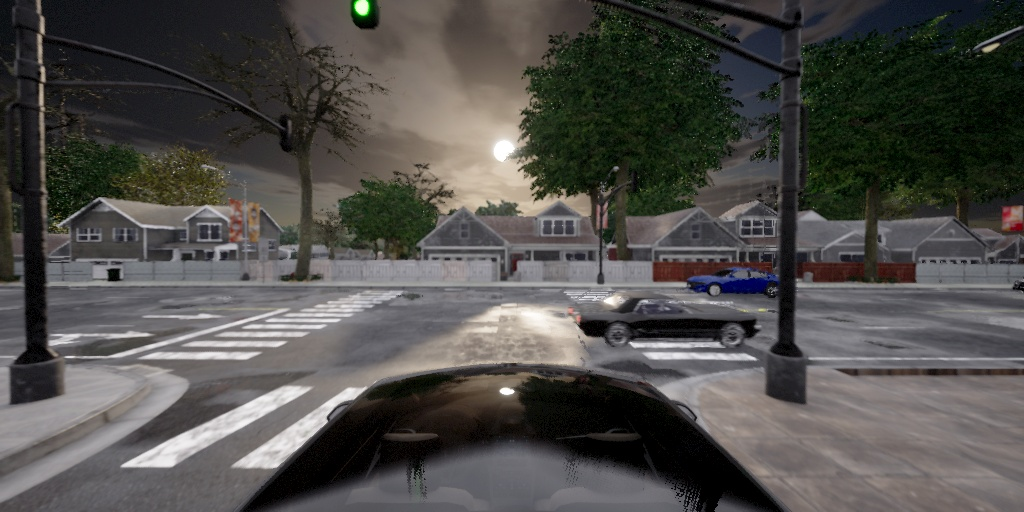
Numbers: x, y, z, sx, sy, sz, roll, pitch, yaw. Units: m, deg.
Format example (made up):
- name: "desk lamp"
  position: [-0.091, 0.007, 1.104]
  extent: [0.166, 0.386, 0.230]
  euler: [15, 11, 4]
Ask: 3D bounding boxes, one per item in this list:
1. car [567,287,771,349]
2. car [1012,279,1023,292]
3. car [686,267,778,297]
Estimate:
- name: "car"
  position: [4.020, 1.670, 9.882]
  extent: [4.718, 1.301, 1.895]
  euler: [0, 1, 0]
- name: "car"
  position: [31.481, 1.520, 19.872]
  extent: [5.357, 1.411, 2.033]
  euler: [0, 1, 0]
- name: "car"
  position: [12.270, 1.376, 19.775]
  extent: [5.008, 1.535, 1.882]
  euler: [0, 1, 0]
